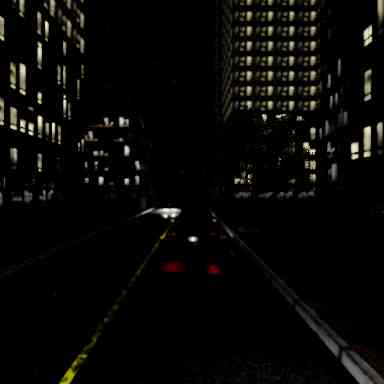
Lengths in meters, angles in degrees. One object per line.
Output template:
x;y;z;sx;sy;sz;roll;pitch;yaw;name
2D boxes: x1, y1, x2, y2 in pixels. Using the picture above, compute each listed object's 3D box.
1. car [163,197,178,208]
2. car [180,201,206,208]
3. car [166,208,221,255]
-3.012;1.495;46.775;2.128;1.511;4.902;0;0;1;car
0.068;1.501;27.980;1.837;1.490;4.892;0;0;1;car
0.058;1.559;13.231;1.994;1.385;4.181;0;0;1;car
